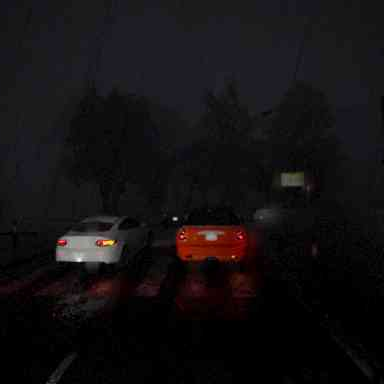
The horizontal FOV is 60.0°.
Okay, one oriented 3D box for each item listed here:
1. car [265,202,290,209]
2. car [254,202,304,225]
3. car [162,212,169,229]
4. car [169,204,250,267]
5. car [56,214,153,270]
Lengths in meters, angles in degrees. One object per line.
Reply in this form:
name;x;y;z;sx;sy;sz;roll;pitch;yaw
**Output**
car;19.069;2.973;74.487;4.902;1.511;2.128;-3;-5;41
car;6.155;1.539;23.544;1.812;1.442;4.674;-7;-6;43
car;-0.129;1.499;20.233;1.994;1.385;4.181;-2;-2;24
car;0.779;1.202;11.082;2.097;1.767;4.553;-1;1;7
car;-2.570;1.415;10.588;1.812;1.442;4.674;0;0;6
